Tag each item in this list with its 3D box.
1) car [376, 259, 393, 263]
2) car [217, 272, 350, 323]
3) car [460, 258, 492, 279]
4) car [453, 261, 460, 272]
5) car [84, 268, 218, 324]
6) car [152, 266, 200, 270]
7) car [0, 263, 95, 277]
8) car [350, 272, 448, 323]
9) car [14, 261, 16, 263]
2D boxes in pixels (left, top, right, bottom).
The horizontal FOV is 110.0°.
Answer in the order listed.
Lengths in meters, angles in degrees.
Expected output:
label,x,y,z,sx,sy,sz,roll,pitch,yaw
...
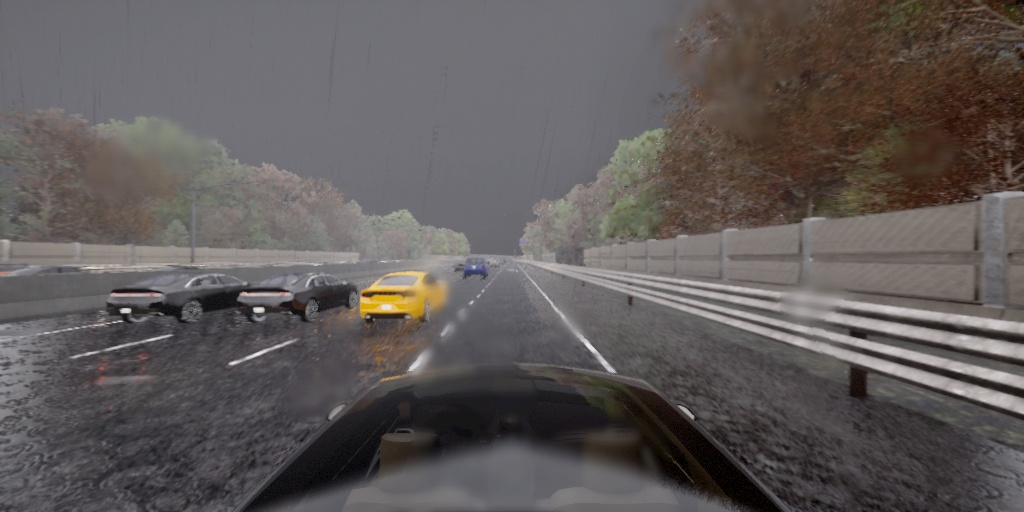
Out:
label,x,y,z,sx,sy,sz,roll,pitch,yaw
car,-21.005,1.637,61.667,2.033,1.411,5.357,0,0,0
car,-7.000,1.300,12.349,2.128,1.511,4.902,0,0,0
car,-3.500,1.172,35.697,2.150,2.045,5.566,0,0,0
car,-6.999,1.548,51.483,1.837,1.490,4.892,0,0,0
car,-10.503,1.296,12.184,2.128,1.511,4.902,0,0,0
car,-21.048,1.363,22.222,1.837,1.490,4.892,0,-1,0
car,-28.042,1.352,21.452,1.837,1.490,4.892,0,-1,1
car,-3.503,1.289,12.489,1.882,1.535,5.008,0,0,0
car,-31.545,1.194,21.340,2.097,1.767,4.553,0,0,0
